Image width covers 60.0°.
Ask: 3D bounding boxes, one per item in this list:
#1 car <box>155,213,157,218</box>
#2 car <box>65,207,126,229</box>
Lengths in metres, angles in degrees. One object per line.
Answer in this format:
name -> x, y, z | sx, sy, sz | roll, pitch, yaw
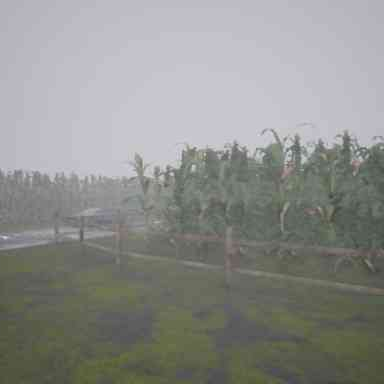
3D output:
car -> -1.121, 1.799, 30.627 | 2.033, 1.411, 5.357 | -1, -1, 36
car -> -6.609, 1.751, 23.075 | 1.994, 1.385, 4.181 | -1, -1, 36
